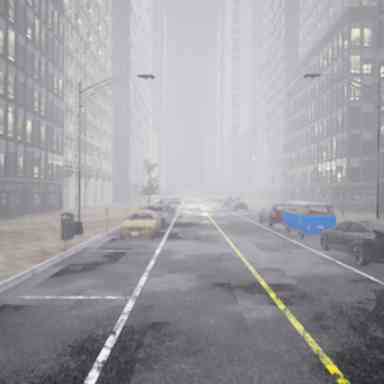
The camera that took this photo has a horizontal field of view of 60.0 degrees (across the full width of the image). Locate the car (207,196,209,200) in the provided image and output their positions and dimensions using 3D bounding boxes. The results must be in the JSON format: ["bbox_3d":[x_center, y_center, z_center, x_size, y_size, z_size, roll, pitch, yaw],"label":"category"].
[{"bbox_3d":[5.267,1.537,85.427,1.947,1.339,4.313,0,0,-1],"label":"car"}]

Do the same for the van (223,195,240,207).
[{"bbox_3d":[5.622,1.356,45.583,1.690,1.788,3.998,0,0,-1],"label":"van"}]

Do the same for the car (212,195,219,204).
[{"bbox_3d":[5.470,1.549,62.659,2.008,1.369,4.403,0,0,-1],"label":"car"}]

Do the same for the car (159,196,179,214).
[{"bbox_3d":[-2.658,1.404,34.139,1.967,1.590,4.097,0,0,-1],"label":"car"}]

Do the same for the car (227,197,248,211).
[{"bbox_3d":[5.671,1.601,39.891,1.802,1.307,4.206,0,0,-1],"label":"car"}]

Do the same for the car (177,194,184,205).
[{"bbox_3d":[-2.860,1.511,56.905,1.947,1.339,4.313,0,0,-1],"label":"car"}]

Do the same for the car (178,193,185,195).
[{"bbox_3d":[-3.111,1.437,85.196,1.752,1.417,4.829,0,0,-1],"label":"car"}]

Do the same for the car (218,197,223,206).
[{"bbox_3d":[5.571,1.554,51.275,1.887,1.381,4.507,0,0,-1],"label":"car"}]

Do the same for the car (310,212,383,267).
[{"bbox_3d":[5.924,1.603,11.431,1.947,1.339,4.313,0,0,-1],"label":"car"}]

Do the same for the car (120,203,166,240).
[{"bbox_3d":[-2.505,1.500,16.893,1.752,1.417,4.829,0,0,-1],"label":"car"}]

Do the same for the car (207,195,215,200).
[{"bbox_3d":[5.217,1.514,91.119,2.008,1.369,4.403,0,0,-1],"label":"car"}]

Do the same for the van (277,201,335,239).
[{"bbox_3d":[5.874,1.375,17.123,1.690,1.788,3.998,0,0,-1],"label":"van"}]

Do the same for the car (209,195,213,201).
[{"bbox_3d":[5.368,1.567,74.045,1.802,1.307,4.206,0,0,-1],"label":"car"}]

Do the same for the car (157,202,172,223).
[{"bbox_3d":[-2.557,1.554,22.755,1.802,1.307,4.206,0,0,-1],"label":"car"}]

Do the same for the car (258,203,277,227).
[{"bbox_3d":[5.823,1.471,22.816,1.967,1.590,4.097,0,0,-1],"label":"car"}]
